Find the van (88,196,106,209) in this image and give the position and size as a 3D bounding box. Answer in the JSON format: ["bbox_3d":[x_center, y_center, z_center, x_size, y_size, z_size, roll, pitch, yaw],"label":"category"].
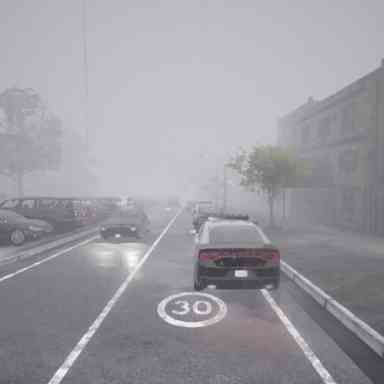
[{"bbox_3d":[-8.716,1.353,23.339,4.442,1.987,1.878,0,-1,0],"label":"van"}]

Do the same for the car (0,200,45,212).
[{"bbox_3d":[-21.918,1.760,42.762,5.008,1.535,2.097,0,-1,0],"label":"car"}]

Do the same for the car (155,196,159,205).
[{"bbox_3d":[-8.826,1.989,59.775,4.792,1.488,2.163,0,-1,0],"label":"car"}]

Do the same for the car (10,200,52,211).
[{"bbox_3d":[-21.922,1.828,45.422,4.674,1.452,2.002,0,-1,0],"label":"car"}]

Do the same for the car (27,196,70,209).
[{"bbox_3d":[-21.900,1.603,50.994,5.566,2.045,2.435,0,-1,0],"label":"car"}]

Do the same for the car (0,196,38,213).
[{"bbox_3d":[-21.893,1.479,39.978,5.566,2.045,2.435,0,-1,0],"label":"car"}]

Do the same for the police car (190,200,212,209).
[{"bbox_3d":[0.991,1.556,25.215,1.930,1.638,5.238,0,-1,0],"label":"police car"}]

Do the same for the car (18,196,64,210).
[{"bbox_3d":[-21.898,1.570,48.333,5.566,2.045,2.435,0,-1,0],"label":"car"}]

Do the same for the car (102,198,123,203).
[{"bbox_3d":[-22.145,2.360,92.867,5.366,1.575,1.946,0,-1,0],"label":"car"}]

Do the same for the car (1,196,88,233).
[{"bbox_3d":[-8.861,1.281,17.735,5.566,2.045,2.435,0,0,0],"label":"car"}]

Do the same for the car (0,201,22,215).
[{"bbox_3d":[-21.948,1.734,37.192,4.792,1.488,2.163,0,-1,0],"label":"car"}]

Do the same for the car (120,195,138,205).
[{"bbox_3d":[-8.866,1.428,34.553,5.566,2.045,2.435,0,-1,0],"label":"car"}]

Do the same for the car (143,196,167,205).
[{"bbox_3d":[-8.841,1.947,79.400,5.566,2.045,2.435,0,-1,0],"label":"car"}]

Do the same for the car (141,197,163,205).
[{"bbox_3d":[-8.834,2.005,73.792,4.553,1.767,2.185,0,-1,0],"label":"car"}]

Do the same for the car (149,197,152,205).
[{"bbox_3d":[-9.033,1.821,48.563,5.366,1.575,1.946,0,-1,0],"label":"car"}]

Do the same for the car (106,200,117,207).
[{"bbox_3d":[-8.827,1.605,26.141,4.892,1.521,2.231,0,-1,0],"label":"car"}]

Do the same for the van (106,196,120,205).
[{"bbox_3d":[-8.950,1.403,28.946,4.442,1.987,1.878,0,-1,0],"label":"van"}]

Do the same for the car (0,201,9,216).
[{"bbox_3d":[-21.887,1.709,34.407,4.792,1.488,2.163,0,-1,0],"label":"car"}]

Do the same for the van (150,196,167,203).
[{"bbox_3d":[-8.994,2.109,90.612,4.442,1.987,1.878,0,-1,0],"label":"van"}]

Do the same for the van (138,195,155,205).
[{"bbox_3d":[-8.735,1.666,54.172,4.442,1.987,1.878,0,-1,0],"label":"van"}]

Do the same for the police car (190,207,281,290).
[{"bbox_3d":[0.981,1.430,9.187,1.930,1.638,5.238,0,0,0],"label":"police car"}]

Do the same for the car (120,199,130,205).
[{"bbox_3d":[-8.830,1.654,31.747,5.008,1.535,2.097,0,-1,0],"label":"car"}]

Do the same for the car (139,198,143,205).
[{"bbox_3d":[-8.812,1.761,40.155,4.792,1.488,2.163,0,-1,0],"label":"car"}]

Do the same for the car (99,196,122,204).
[{"bbox_3d":[-21.986,2.078,90.094,5.566,2.045,2.435,0,-1,0],"label":"car"}]

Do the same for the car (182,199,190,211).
[{"bbox_3d":[0.071,1.876,46.267,2.033,1.411,5.357,0,-1,1],"label":"car"}]

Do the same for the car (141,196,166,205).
[{"bbox_3d":[-8.839,1.913,76.597,5.566,2.045,2.435,0,-1,0],"label":"car"}]

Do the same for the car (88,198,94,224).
[{"bbox_3d":[-8.800,1.428,20.534,4.553,1.767,2.185,0,-1,0],"label":"car"}]

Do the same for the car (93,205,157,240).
[{"bbox_3d":[-3.338,1.611,17.637,2.033,1.411,5.357,0,-1,0],"label":"car"}]

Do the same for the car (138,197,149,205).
[{"bbox_3d":[-8.840,1.791,45.763,5.008,1.535,2.097,0,-1,0],"label":"car"}]

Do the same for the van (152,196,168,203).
[{"bbox_3d":[-8.996,2.143,93.415,4.442,1.987,1.878,0,-1,0],"label":"van"}]

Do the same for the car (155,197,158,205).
[{"bbox_3d":[-8.824,1.955,56.972,4.792,1.488,2.163,0,-1,0],"label":"car"}]

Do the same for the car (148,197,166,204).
[{"bbox_3d":[-8.905,2.141,85.005,4.553,1.767,2.185,0,-1,0],"label":"car"}]

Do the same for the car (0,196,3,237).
[{"bbox_3d":[-8.869,1.230,9.324,5.566,2.045,2.435,0,0,0],"label":"car"}]

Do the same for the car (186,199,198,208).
[{"bbox_3d":[0.041,2.053,59.947,1.994,1.385,4.181,0,-1,0],"label":"car"}]

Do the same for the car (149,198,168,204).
[{"bbox_3d":[-8.869,2.302,87.806,4.892,1.521,2.231,0,-1,0],"label":"car"}]

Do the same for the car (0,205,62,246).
[{"bbox_3d":[-8.841,1.512,14.927,4.892,1.521,2.231,0,0,0],"label":"car"}]

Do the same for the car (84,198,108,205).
[{"bbox_3d":[-21.953,2.162,76.213,4.892,1.521,2.231,0,-1,0],"label":"car"}]

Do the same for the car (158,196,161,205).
[{"bbox_3d":[-8.852,1.994,62.578,5.008,1.535,2.097,0,-1,0],"label":"car"}]

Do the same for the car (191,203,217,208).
[{"bbox_3d":[0.987,1.582,19.095,1.837,1.490,4.892,0,-1,0],"label":"car"}]

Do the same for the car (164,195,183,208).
[{"bbox_3d":[-3.290,1.698,58.981,2.150,2.045,5.566,0,-1,0],"label":"car"}]
